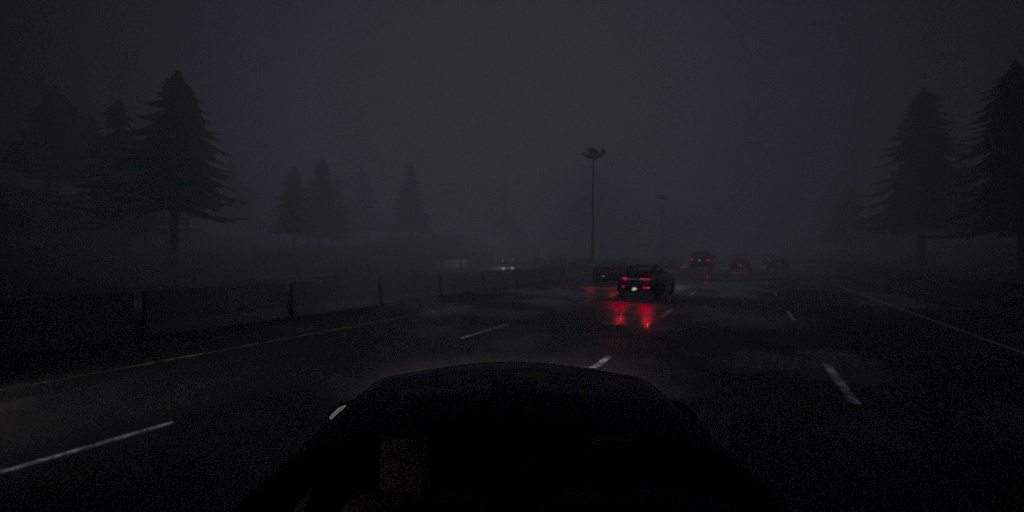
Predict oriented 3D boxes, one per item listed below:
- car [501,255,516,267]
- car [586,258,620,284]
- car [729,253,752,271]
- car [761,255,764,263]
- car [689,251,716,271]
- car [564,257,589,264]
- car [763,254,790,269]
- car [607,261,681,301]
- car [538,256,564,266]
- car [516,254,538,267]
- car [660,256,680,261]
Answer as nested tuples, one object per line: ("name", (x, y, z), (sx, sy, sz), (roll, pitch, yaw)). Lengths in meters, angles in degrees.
("car", (0.363, 0.621, 52.868), (2.097, 1.767, 4.553), (0, 1, 33))
("car", (7.041, 1.087, 24.417), (1.882, 1.535, 5.008), (0, 0, 33))
("car", (24.330, 0.764, 38.172), (1.882, 1.535, 5.008), (0, 1, 33))
("car", (37.770, 0.375, 52.428), (1.994, 1.385, 4.181), (0, 2, 33))
("car", (20.817, 0.524, 39.189), (2.150, 2.045, 5.566), (0, 1, 33))
("car", (9.243, 0.827, 47.260), (2.033, 1.411, 5.357), (0, 1, 33))
("car", (30.010, 0.746, 40.487), (1.994, 1.385, 4.181), (0, 1, 33))
("car", (6.482, 1.165, 17.135), (2.128, 1.511, 4.902), (0, 0, 33))
("car", (6.044, 0.778, 48.769), (2.128, 1.511, 4.902), (0, 1, 33))
("car", (3.105, 0.774, 50.669), (2.128, 1.511, 4.902), (0, 1, 33))
("car", (18.687, 0.761, 42.335), (2.128, 1.511, 4.902), (0, 1, 33))
